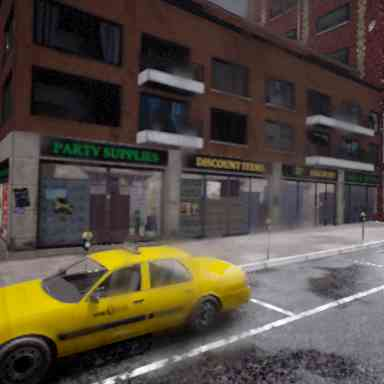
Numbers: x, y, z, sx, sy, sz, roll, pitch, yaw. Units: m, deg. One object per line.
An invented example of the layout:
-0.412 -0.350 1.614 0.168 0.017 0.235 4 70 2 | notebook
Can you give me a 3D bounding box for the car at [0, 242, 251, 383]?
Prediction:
-1.200 1.526 5.219 4.829 1.417 1.752 0 2 -35 | car
